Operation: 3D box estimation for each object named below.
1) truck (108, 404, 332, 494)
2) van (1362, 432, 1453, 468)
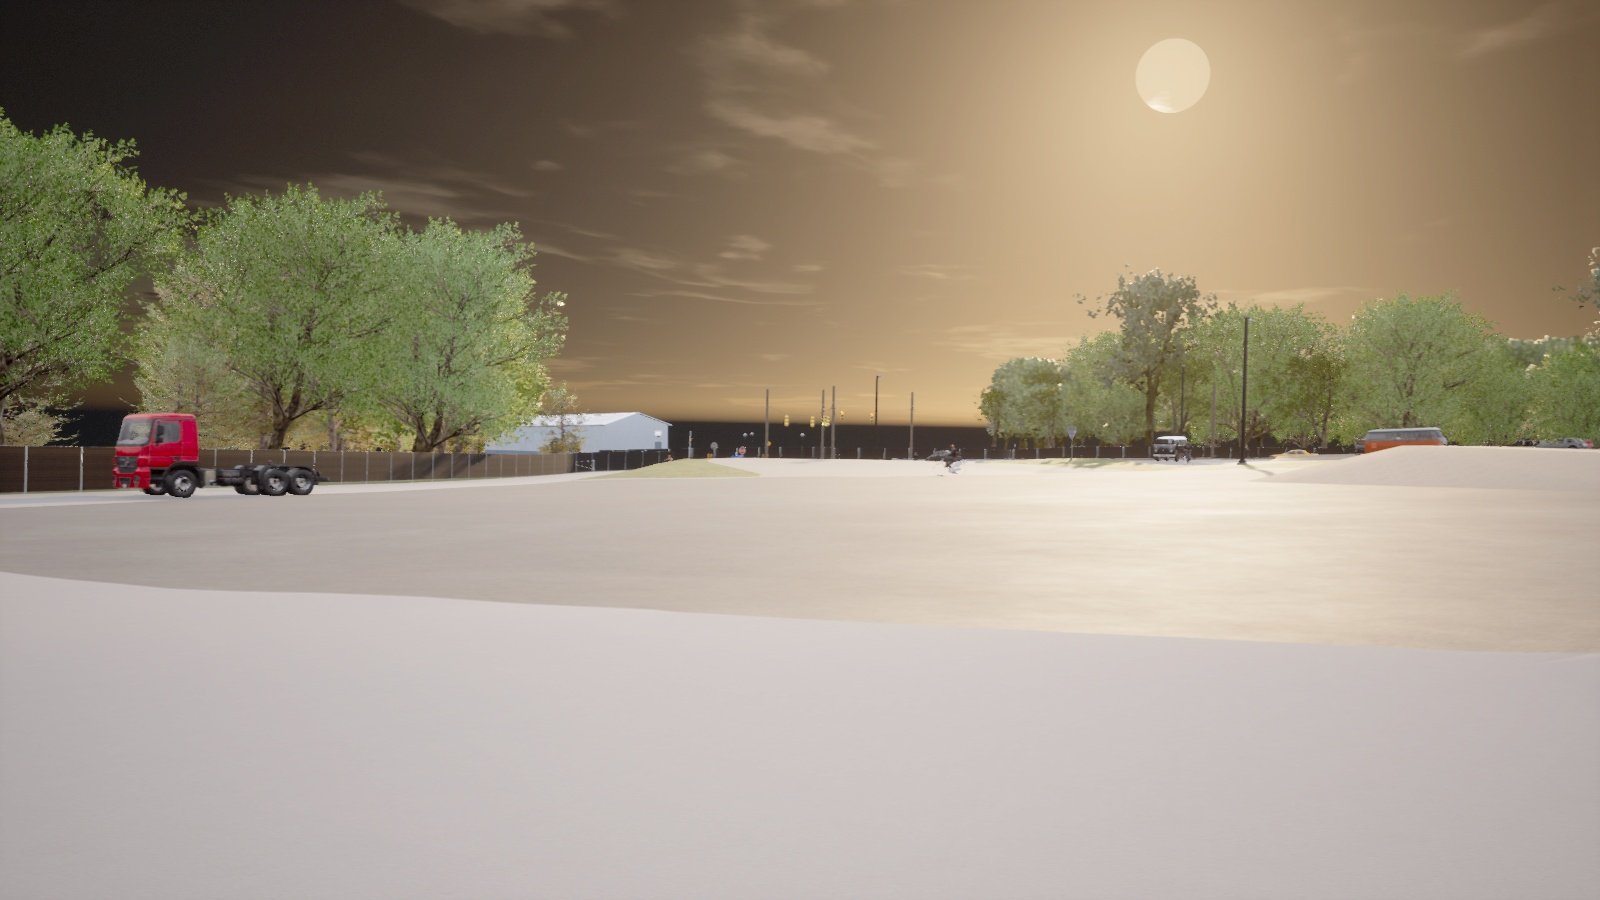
[{"bbox_3d":[-24.018,0.030,52.395,2.891,3.462,7.936,1,-1,40],"label":"truck"},{"bbox_3d":[35.354,-0.005,73.101,4.442,1.987,1.775,-1,0,39],"label":"van"}]
